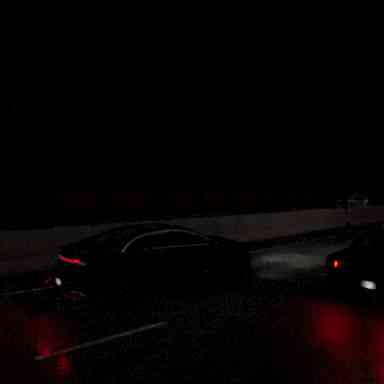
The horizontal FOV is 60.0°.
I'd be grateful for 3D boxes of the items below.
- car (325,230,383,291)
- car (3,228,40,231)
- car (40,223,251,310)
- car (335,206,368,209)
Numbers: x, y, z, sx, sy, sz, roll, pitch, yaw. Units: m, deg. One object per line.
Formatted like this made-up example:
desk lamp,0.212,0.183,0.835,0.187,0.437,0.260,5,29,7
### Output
car,5.312,1.606,8.213,4.718,1.301,1.895,0,0,-40
car,-7.127,1.634,11.937,4.718,1.301,1.895,0,0,-37
car,-0.673,1.507,7.904,4.902,1.511,2.128,0,0,-38
car,18.543,1.254,38.509,5.566,2.045,2.150,0,0,-41
